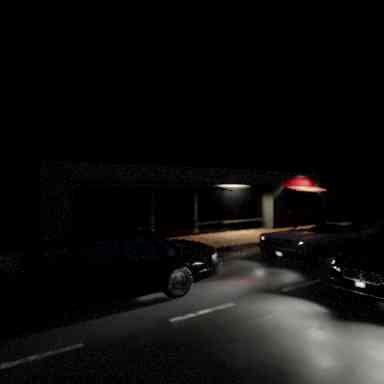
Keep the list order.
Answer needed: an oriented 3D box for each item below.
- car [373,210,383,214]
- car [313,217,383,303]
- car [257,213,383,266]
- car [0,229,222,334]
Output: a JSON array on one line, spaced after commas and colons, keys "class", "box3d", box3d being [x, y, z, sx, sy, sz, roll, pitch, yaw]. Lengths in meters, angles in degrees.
[{"class": "car", "box3d": [8.463, 1.479, 14.204, 4.181, 1.385, 1.994, 0, 0, -35]}, {"class": "car", "box3d": [5.106, 1.458, 7.557, 4.892, 1.490, 1.837, 0, 0, -35]}, {"class": "car", "box3d": [4.430, 1.544, 11.328, 4.718, 1.301, 1.895, 0, 0, -35]}, {"class": "car", "box3d": [-1.869, 1.534, 6.926, 5.357, 1.411, 2.033, 0, 0, -35]}]
